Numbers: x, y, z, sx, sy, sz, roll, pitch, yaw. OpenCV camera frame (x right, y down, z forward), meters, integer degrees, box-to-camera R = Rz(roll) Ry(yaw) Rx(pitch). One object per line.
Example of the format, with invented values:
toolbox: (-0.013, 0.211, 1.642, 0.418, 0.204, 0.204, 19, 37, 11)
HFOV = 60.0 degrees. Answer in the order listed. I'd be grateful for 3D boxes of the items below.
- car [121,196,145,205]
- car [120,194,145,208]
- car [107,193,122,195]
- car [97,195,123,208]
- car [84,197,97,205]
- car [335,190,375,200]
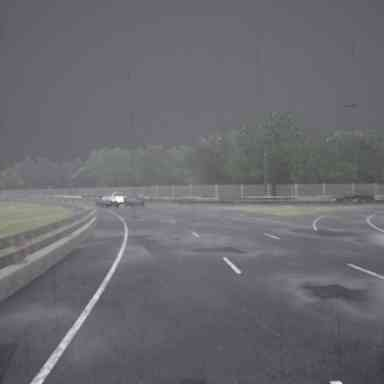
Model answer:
car: (-10.471, 1.416, 58.416, 2.033, 1.411, 5.357, -1, 0, -36)
car: (-8.264, 1.383, 47.598, 2.128, 1.511, 4.902, 0, 0, -27)
car: (-13.427, 1.115, 56.533, 2.150, 2.045, 5.566, -1, 0, -36)
car: (-11.443, 1.518, 46.136, 1.895, 1.301, 4.718, 0, 0, -27)
car: (-16.423, 1.469, 54.720, 2.033, 1.411, 5.357, -1, 0, -36)
car: (23.819, 0.550, 48.818, 5.566, 2.045, 2.150, 0, 0, -3)
